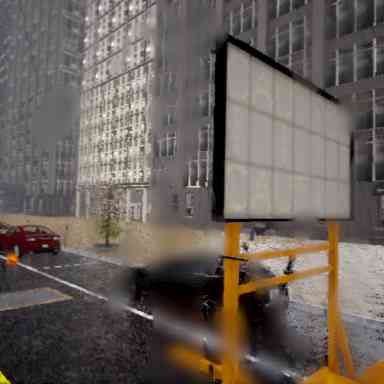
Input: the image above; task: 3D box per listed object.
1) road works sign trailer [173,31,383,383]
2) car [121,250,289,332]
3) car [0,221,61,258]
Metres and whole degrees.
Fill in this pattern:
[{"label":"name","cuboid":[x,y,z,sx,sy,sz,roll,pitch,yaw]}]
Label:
[{"label":"road works sign trailer","cuboid":[0.829,0.675,3.219,2.380,3.560,2.880,4,-4,-44]},{"label":"car","cuboid":[0.097,2.001,7.699,1.947,1.339,4.313,4,-4,-44]},{"label":"car","cuboid":[-7.806,2.211,15.752,1.887,1.381,4.507,4,-4,-44]}]
